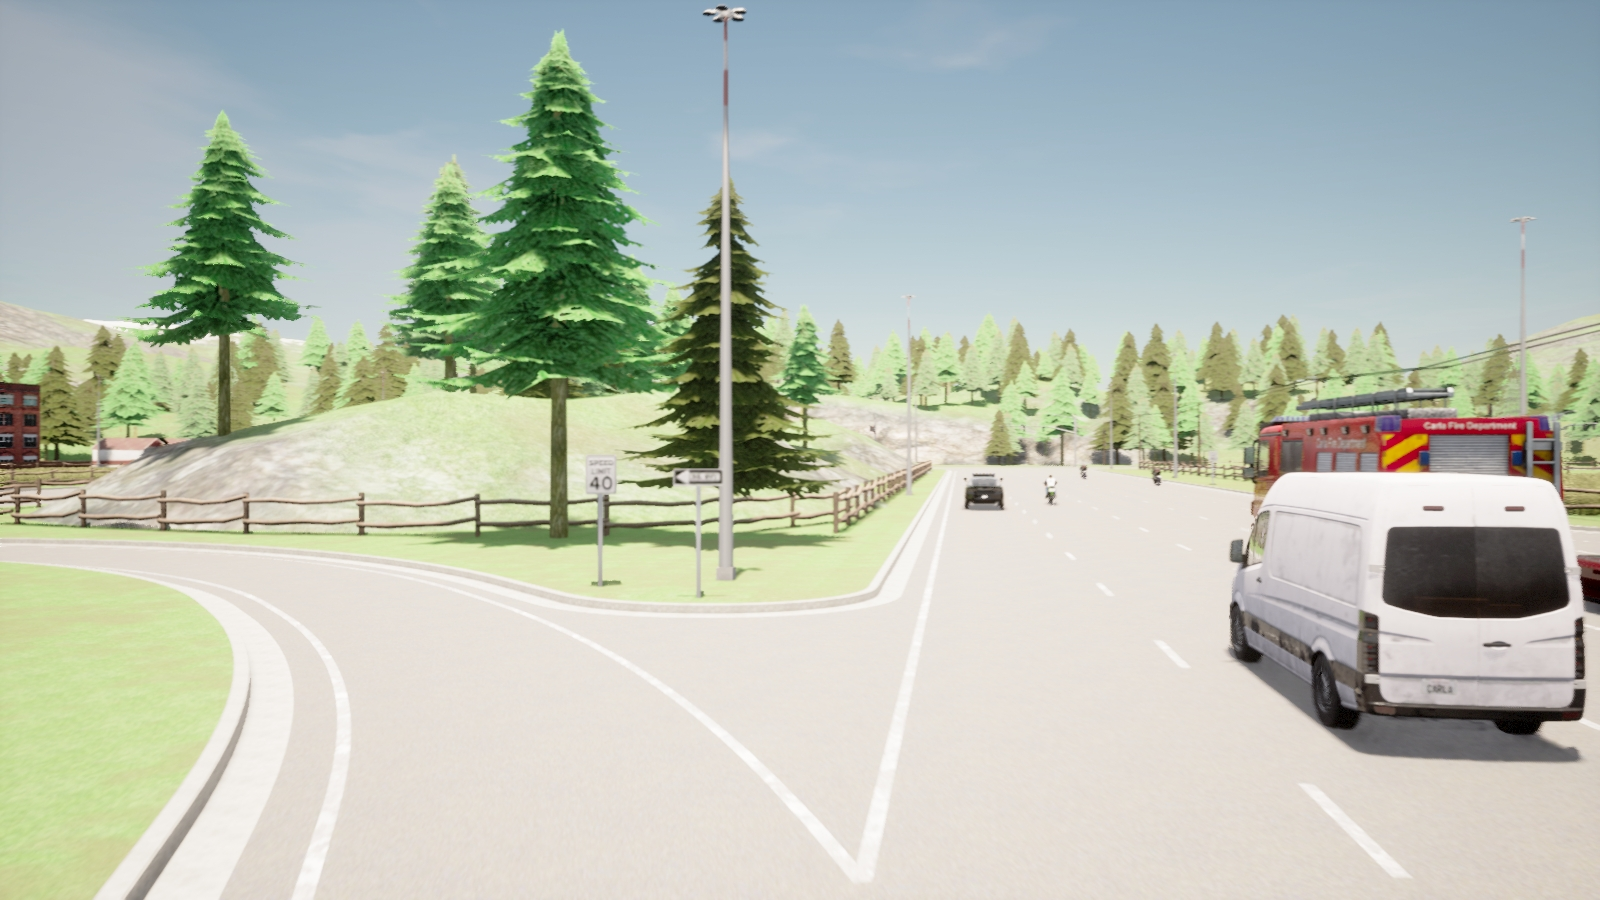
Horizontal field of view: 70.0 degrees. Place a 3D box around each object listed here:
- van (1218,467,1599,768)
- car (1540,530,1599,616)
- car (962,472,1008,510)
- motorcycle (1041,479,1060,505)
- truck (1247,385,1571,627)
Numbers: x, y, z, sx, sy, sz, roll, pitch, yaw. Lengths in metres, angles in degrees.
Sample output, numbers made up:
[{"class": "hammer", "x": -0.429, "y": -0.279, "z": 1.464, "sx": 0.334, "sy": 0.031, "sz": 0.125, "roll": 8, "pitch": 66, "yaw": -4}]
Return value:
[{"class": "van", "x": 6.515, "y": 1.530, "z": 13.174, "sx": 1.988, "sy": 2.561, "sz": 5.915, "roll": 0, "pitch": 0, "yaw": 8}, {"class": "car", "x": 14.371, "y": 2.146, "z": 18.791, "sx": 1.895, "sy": 1.301, "sz": 4.718, "roll": 0, "pitch": 0, "yaw": 8}, {"class": "car", "x": 8.982, "y": 1.974, "z": 55.898, "sx": 2.097, "sy": 1.638, "sz": 5.238, "roll": 0, "pitch": 0, "yaw": 8}, {"class": "motorcycle", "x": 12.966, "y": 2.179, "z": 59.086, "sx": 0.803, "sy": 1.199, "sz": 2.033, "roll": 0, "pitch": 2, "yaw": 8}, {"class": "truck", "x": 11.362, "y": 0.883, "z": 22.486, "sx": 2.891, "sy": 3.827, "sz": 8.468, "roll": 0, "pitch": 0, "yaw": 8}]
